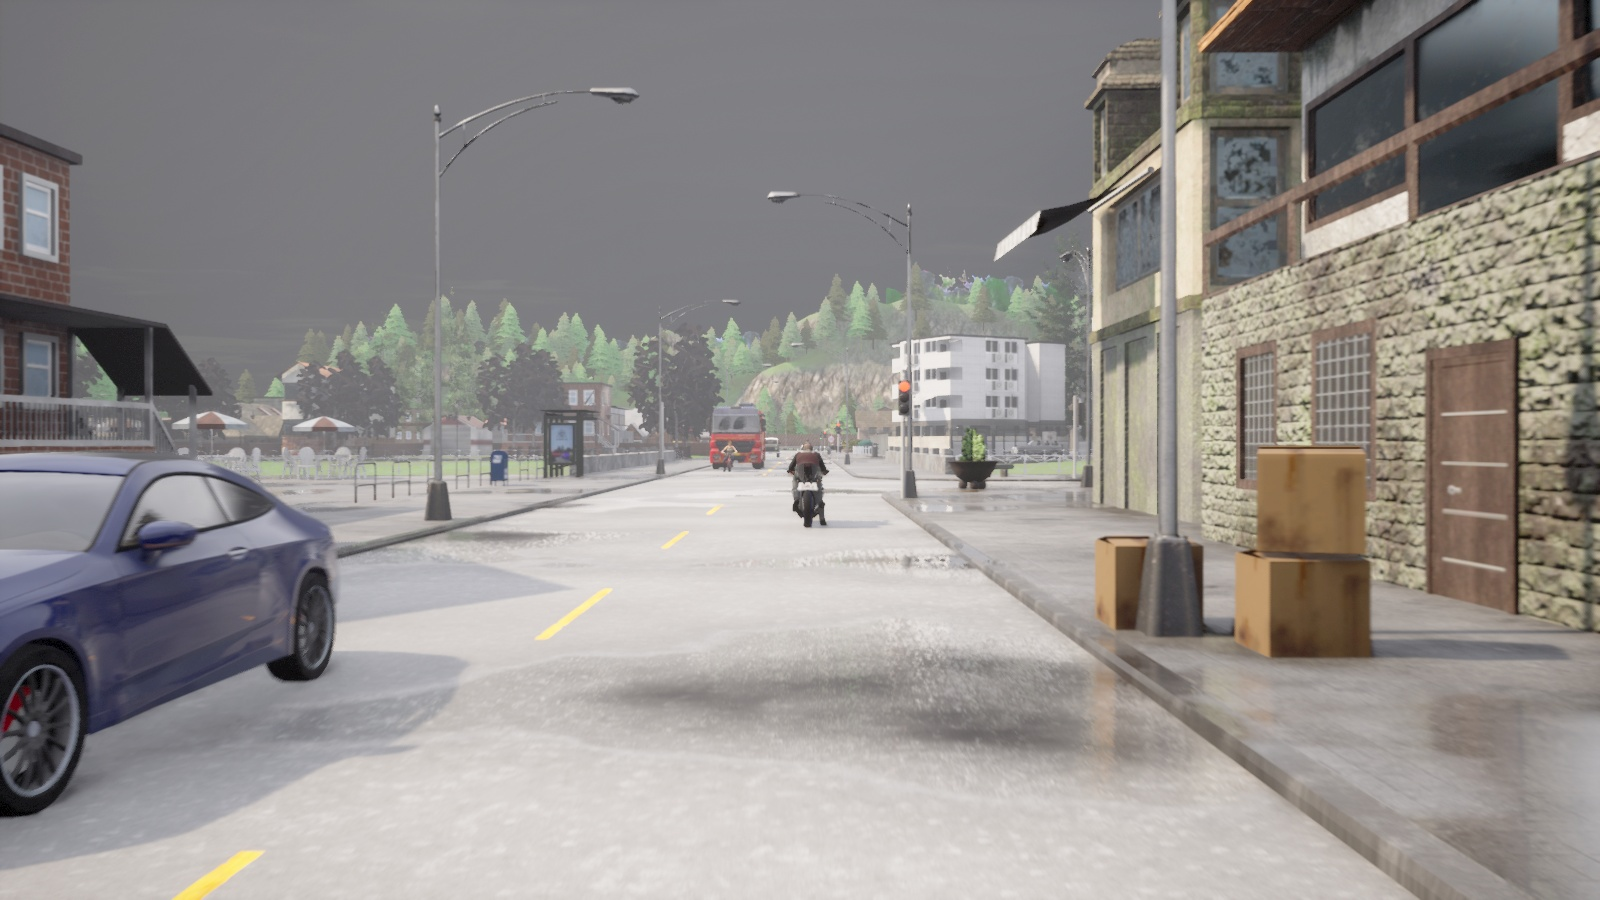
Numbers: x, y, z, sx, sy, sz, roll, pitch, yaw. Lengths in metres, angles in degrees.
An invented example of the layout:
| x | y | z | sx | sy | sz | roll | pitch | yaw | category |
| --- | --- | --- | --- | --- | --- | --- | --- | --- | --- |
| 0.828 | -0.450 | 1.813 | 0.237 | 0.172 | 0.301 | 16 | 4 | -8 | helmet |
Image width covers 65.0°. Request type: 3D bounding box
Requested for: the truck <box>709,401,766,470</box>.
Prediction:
| x | y | z | sx | sy | sz | roll | pitch | yaw | category |
| --- | --- | --- | --- | --- | --- | --- | --- | --- | --- |
| -3.567 | -0.838 | 73.503 | 2.891 | 3.827 | 8.468 | 0 | 1 | 0 | truck |

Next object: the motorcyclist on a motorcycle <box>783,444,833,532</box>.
| x | y | z | sx | sy | sz | roll | pitch | yaw | category |
| --- | --- | --- | --- | --- | --- | --- | --- | --- | --- |
| 0.146 | 0.653 | 22.900 | 0.866 | 1.530 | 2.191 | 0 | 0 | 1 | motorcyclist on a motorcycle |

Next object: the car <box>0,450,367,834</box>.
| x | y | z | sx | sy | sz | roll | pitch | yaw | category |
| --- | --- | --- | --- | --- | --- | --- | --- | --- | --- |
| -3.948 | 0.733 | 6.449 | 1.812 | 1.442 | 4.674 | 0 | 0 | 0 | car |
